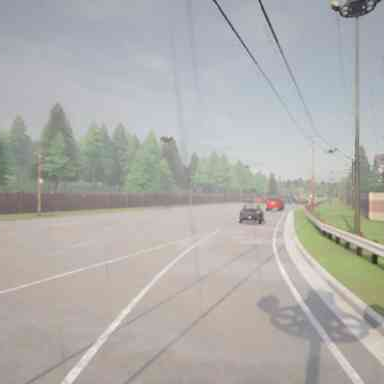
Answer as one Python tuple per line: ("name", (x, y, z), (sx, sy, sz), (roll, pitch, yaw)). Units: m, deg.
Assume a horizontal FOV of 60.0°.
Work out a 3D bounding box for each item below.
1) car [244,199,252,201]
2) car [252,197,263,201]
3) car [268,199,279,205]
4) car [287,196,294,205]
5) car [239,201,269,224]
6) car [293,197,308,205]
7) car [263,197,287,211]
("car", (15.876, 2.563, 93.592), (1.882, 1.535, 5.008), (0, -1, 24))
("car", (19.098, 2.311, 92.224), (2.150, 2.045, 5.566), (0, -1, 24))
("car", (22.293, 2.610, 90.795), (2.128, 1.511, 4.902), (0, -1, 24))
("car", (25.502, 2.610, 89.397), (2.128, 1.511, 4.902), (0, -1, 24))
("car", (5.151, 1.825, 28.396), (2.128, 1.511, 4.902), (0, -1, 15))
("car", (28.865, 2.445, 88.355), (2.097, 1.767, 4.553), (0, -1, 24))
("car", (12.860, 1.839, 51.168), (2.150, 2.045, 5.566), (0, -1, 22))
